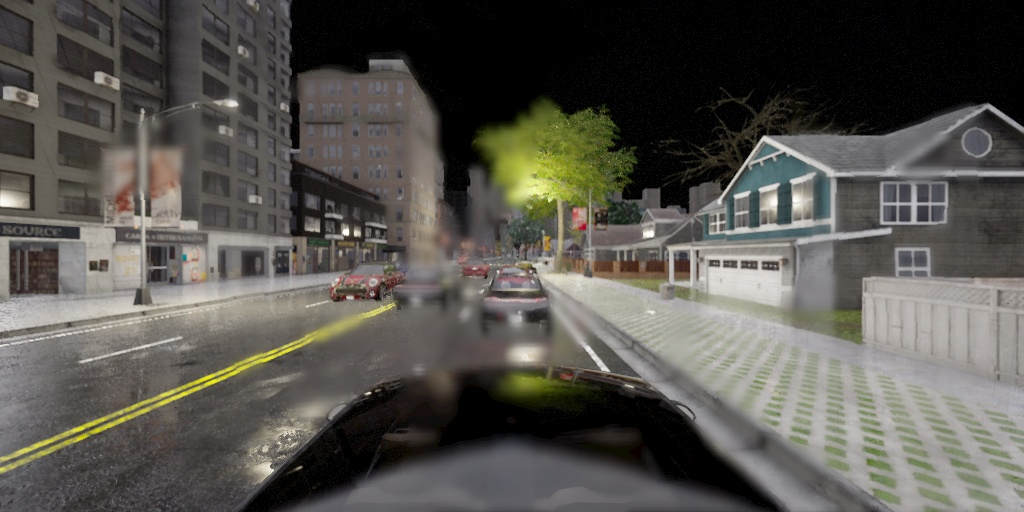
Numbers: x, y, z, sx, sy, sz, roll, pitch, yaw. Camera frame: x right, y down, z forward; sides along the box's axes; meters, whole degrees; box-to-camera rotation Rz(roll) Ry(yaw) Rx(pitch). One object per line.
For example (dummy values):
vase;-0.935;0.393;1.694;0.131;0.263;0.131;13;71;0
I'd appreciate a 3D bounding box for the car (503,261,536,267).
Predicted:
car;0.144;1.224;20.127;1.882;1.535;5.008;0;0;0

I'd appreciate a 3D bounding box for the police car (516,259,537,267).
police car;1.041;1.164;29.855;1.930;1.638;5.238;0;0;0

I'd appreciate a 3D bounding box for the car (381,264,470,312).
car;-3.120;1.241;14.151;2.128;1.511;4.902;0;0;0

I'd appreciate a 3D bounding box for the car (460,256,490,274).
car;-3.078;1.088;32.185;2.097;1.767;4.553;0;0;0

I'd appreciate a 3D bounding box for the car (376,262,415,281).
car;-9.782;1.264;30.446;1.812;1.442;4.674;0;0;0

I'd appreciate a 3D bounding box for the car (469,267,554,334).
car;0.124;1.242;10.623;2.128;1.511;4.902;0;0;0

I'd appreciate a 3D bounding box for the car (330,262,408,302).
car;-6.563;1.101;16.808;2.097;1.767;4.553;0;0;0
